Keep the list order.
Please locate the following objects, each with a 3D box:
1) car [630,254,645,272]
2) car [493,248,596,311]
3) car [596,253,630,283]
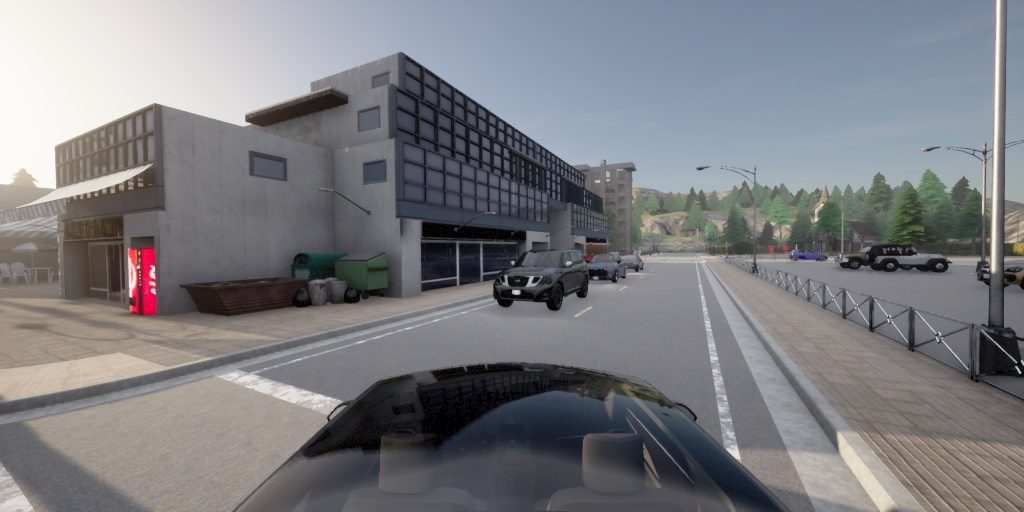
[{"bbox_3d":[10.451,0.580,31.730,1.812,1.442,4.674,0,1,27],"label":"car"},{"bbox_3d":[1.378,0.737,13.828,2.150,2.045,5.566,0,1,27],"label":"car"},{"bbox_3d":[5.823,0.641,22.604,2.097,1.767,4.553,0,1,27],"label":"car"}]
